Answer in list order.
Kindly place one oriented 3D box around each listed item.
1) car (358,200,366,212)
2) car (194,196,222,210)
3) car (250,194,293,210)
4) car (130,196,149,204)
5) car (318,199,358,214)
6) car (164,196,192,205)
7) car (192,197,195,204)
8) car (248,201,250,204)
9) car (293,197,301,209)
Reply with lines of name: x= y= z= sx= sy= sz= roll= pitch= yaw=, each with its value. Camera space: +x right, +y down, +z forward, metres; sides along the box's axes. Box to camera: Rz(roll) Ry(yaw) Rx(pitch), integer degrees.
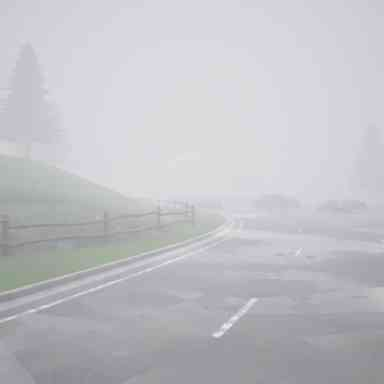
car: x=18.516 y=1.565 z=39.506 sx=1.837 sy=1.490 sz=4.892 roll=0 pitch=0 yaw=-10
car: x=2.396 y=1.561 z=44.203 sx=1.812 sy=1.442 sz=4.674 roll=0 pitch=0 yaw=-23
car: x=10.276 y=1.270 z=43.494 sx=2.150 sy=2.045 sz=5.566 roll=0 pitch=0 yaw=-21
car: x=-9.509 y=1.517 z=60.580 sx=2.128 sy=1.511 sz=4.902 roll=0 pitch=0 yaw=-43
car: x=15.541 y=1.578 z=36.284 sx=1.812 sy=1.442 sz=4.674 roll=0 pitch=0 yaw=-8
car: x=-2.854 y=1.513 z=58.431 sx=1.882 sy=1.535 sz=5.008 roll=0 pitch=0 yaw=-42
car: x=1.197 y=1.535 z=59.010 sx=2.128 sy=1.511 sz=4.902 roll=0 pitch=0 yaw=-41
car: x=11.946 y=1.608 z=56.597 sx=2.033 sy=1.411 sz=5.357 roll=0 pitch=0 yaw=-33
car: x=12.981 y=1.407 z=46.134 sx=2.097 sy=1.767 sz=4.553 roll=0 pitch=0 yaw=-20
